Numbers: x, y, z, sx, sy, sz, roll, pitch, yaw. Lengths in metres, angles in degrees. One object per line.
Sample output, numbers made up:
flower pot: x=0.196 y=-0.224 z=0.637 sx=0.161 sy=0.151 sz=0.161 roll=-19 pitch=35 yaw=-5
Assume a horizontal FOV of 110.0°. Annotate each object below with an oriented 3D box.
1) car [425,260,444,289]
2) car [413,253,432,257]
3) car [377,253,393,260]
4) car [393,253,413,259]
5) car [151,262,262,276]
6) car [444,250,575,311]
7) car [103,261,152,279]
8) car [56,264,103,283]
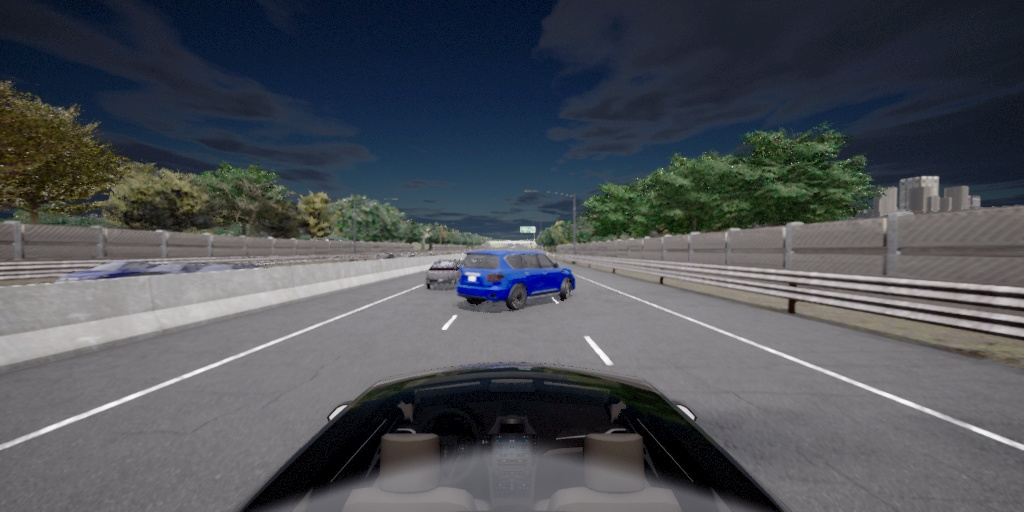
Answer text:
car: x=-3.505 y=0.963 z=20.072 sx=2.128 sy=1.511 sz=4.902 roll=0 pitch=1 yaw=0
car: x=-14.061 y=0.343 z=58.412 sx=1.837 sy=1.490 sz=4.892 roll=0 pitch=1 yaw=1
car: x=-21.048 y=0.307 z=60.026 sx=1.837 sy=1.490 sz=4.892 roll=0 pitch=1 yaw=1
car: x=-17.553 y=0.311 z=59.626 sx=2.128 sy=1.511 sz=4.902 roll=0 pitch=1 yaw=1
car: x=-14.103 y=1.053 z=17.815 sx=2.033 sy=1.411 sz=5.357 roll=0 pitch=1 yaw=0
car: x=0.340 y=0.790 z=13.763 sx=2.150 sy=2.045 sz=5.566 roll=2 pitch=2 yaw=38
car: x=-17.601 y=1.033 z=19.102 sx=2.033 sy=1.411 sz=5.357 roll=0 pitch=1 yaw=0
car: x=-21.098 y=1.008 z=19.310 sx=1.812 sy=1.442 sz=4.674 roll=0 pitch=1 yaw=0
